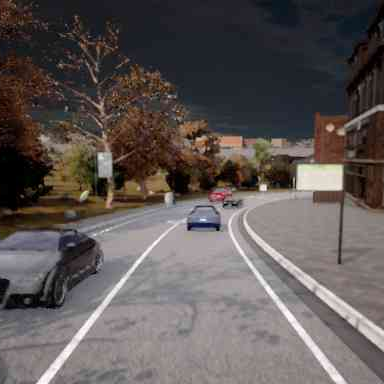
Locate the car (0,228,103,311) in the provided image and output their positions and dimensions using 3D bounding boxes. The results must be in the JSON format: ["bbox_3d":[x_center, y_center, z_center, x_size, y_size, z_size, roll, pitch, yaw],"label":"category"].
[{"bbox_3d":[-3.502,1.548,7.694,1.994,1.385,4.181,0,0,1],"label":"car"}]

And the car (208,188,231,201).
[{"bbox_3d":[4.246,0.503,48.859,2.150,2.045,5.566,2,3,23],"label":"car"}]

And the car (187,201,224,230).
[{"bbox_3d":[0.813,1.509,20.585,1.994,1.385,4.181,1,1,5],"label":"car"}]

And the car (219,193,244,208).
[{"bbox_3d":[5.102,1.212,40.770,1.895,1.301,4.718,2,2,18],"label":"car"}]
